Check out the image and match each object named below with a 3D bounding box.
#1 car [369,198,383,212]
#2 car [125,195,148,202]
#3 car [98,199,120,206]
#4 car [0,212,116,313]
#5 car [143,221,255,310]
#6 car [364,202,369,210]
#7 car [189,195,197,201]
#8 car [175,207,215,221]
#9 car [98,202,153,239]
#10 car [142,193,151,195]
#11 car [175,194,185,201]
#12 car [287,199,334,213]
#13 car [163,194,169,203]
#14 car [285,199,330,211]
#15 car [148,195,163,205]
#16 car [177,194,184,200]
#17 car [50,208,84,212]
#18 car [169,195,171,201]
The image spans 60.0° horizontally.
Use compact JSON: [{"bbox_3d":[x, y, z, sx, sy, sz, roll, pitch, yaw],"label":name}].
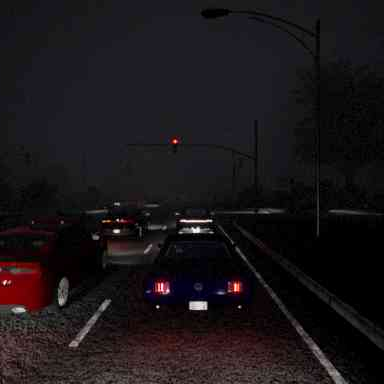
[{"bbox_3d":[22.235,1.469,35.629,5.008,1.535,1.882,0,0,3],"label":"car"},{"bbox_3d":[-6.994,1.476,40.742,1.882,1.535,5.008,0,0,0],"label":"car"},{"bbox_3d":[-10.489,1.546,42.643,2.033,1.411,5.357,0,0,0],"label":"car"},{"bbox_3d":[-3.381,1.477,7.768,1.882,1.535,5.008,0,0,0],"label":"car"},{"bbox_3d":[0.120,1.601,7.741,1.895,1.301,4.718,0,0,0],"label":"car"},{"bbox_3d":[22.860,1.482,39.100,4.902,1.511,2.128,0,0,3],"label":"car"},{"bbox_3d":[0.225,1.496,84.631,1.837,1.490,4.892,0,0,0],"label":"car"},{"bbox_3d":[0.154,1.491,17.003,2.128,1.511,4.902,0,0,-1],"label":"car"},{"bbox_3d":[-3.356,1.504,17.266,1.837,1.490,4.892,0,0,0],"label":"car"},{"bbox_3d":[-10.304,1.222,74.920,2.150,2.045,5.566,0,0,0],"label":"car"},{"bbox_3d":[-3.275,1.529,84.626,2.033,1.411,5.357,0,0,0],"label":"car"},{"bbox_3d":[12.815,1.489,36.166,4.902,1.511,2.128,0,0,3],"label":"car"},{"bbox_3d":[-6.811,1.537,72.594,2.033,1.411,5.357,0,0,0],"label":"car"},{"bbox_3d":[13.684,1.524,39.620,4.674,1.442,1.812,0,0,5],"label":"car"},{"bbox_3d":[-6.921,1.598,59.694,1.895,1.301,4.718,0,0,0],"label":"car"},{"bbox_3d":[-3.207,1.324,95.035,1.882,1.535,5.008,0,0,1],"label":"car"},{"bbox_3d":[-7.052,1.600,18.378,1.895,1.301,4.718,0,0,0],"label":"car"},{"bbox_3d":[-6.763,1.339,87.399,2.097,1.767,4.553,0,0,0],"label":"car"}]
